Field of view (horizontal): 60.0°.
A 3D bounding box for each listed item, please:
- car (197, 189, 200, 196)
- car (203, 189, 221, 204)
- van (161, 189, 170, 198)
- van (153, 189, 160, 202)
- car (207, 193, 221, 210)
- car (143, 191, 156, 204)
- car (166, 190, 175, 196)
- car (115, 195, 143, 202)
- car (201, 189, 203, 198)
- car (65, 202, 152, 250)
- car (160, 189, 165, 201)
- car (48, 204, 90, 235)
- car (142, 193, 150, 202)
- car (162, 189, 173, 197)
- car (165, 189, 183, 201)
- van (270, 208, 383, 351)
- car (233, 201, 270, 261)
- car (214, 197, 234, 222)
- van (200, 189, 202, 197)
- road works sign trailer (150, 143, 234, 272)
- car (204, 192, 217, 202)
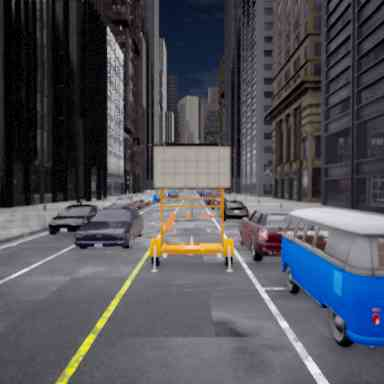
[{"bbox_3d":[2.791,0.255,73.181,2.192,1.841,5.009,0,1,0],"label":"car"},{"bbox_3d":[2.778,0.733,39.529,2.192,1.841,5.009,0,1,0],"label":"car"},{"bbox_3d":[-5.735,0.281,73.174,1.690,1.788,3.998,0,1,0],"label":"van"},{"bbox_3d":[-5.745,0.679,45.129,1.690,1.788,3.998,0,1,0],"label":"van"},{"bbox_3d":[2.776,1.081,33.925,1.802,1.307,4.206,0,1,0],"label":"car"},{"bbox_3d":[-5.747,0.946,39.353,1.752,1.417,4.829,0,1,0],"label":"car"},{"bbox_3d":[-5.729,0.254,90.004,2.008,1.369,4.403,0,1,0],"label":"car"},{"bbox_3d":[-5.751,1.130,28.306,2.008,1.369,4.403,0,1,0],"label":"car"},{"bbox_3d":[2.780,0.653,45.138,2.192,1.841,5.009,0,1,0],"label":"car"},{"bbox_3d":[-3.096,1.341,13.656,2.033,1.411,5.357,0,1,0],"label":"car"},{"bbox_3d":[-5.743,0.698,50.740,1.967,1.590,4.097,0,1,0],"label":"car"},{"bbox_3d":[-5.755,1.309,17.088,1.947,1.339,4.313,0,1,0],"label":"car"},{"bbox_3d":[-5.749,1.081,33.915,1.802,1.307,4.206,0,1,0],"label":"car"},{"bbox_3d":[-5.733,0.176,78.783,2.192,1.841,5.009,0,1,0],"label":"car"},{"bbox_3d":[-3.043,0.733,55.825,2.033,1.411,5.357,0,1,0],"label":"car"},{"bbox_3d":[2.766,1.251,5.879,1.690,1.788,3.998,0,1,0],"label":"van"},{"bbox_3d":[2.768,1.266,11.489,1.967,1.590,4.097,0,1,0],"label":"car"},{"bbox_3d":[2.772,1.227,22.707,1.947,1.339,4.313,0,1,0],"label":"car"},{"bbox_3d":[2.786,0.440,61.964,1.690,1.788,3.998,0,1,0],"label":"van"},{"bbox_3d":[0.004,0.310,10.200,2.380,3.560,2.880,0,1,0],"label":"road works sign trailer"},{"bbox_3d":[2.782,0.781,50.920,1.752,1.417,4.829,0,1,0],"label":"car"}]
